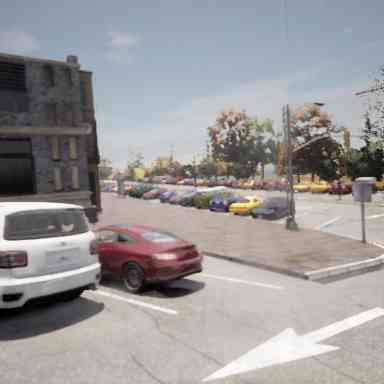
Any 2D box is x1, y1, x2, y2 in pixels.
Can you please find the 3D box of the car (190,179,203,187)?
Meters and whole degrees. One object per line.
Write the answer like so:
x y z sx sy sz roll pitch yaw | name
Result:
2.573 -2.043 73.189 2.097 1.535 5.008 1 5 45 | car

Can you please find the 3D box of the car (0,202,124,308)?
-4.374 1.241 7.228 5.566 2.045 2.435 -1 -1 35 | car

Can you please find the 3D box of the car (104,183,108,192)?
-14.234 -0.694 66.279 2.231 1.521 4.892 1 7 45 | car

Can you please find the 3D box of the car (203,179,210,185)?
5.161 -1.756 67.882 2.163 1.488 4.792 1 5 44 | car

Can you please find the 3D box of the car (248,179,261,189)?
11.777 -1.278 54.615 2.185 1.767 4.553 1 5 43 | car

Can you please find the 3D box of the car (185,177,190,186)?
1.294 -2.299 75.845 4.553 1.767 2.185 -6 5 -45 | car

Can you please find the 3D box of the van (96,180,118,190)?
-20.443 -1.607 80.030 4.442 1.987 1.878 -8 6 -44 | van

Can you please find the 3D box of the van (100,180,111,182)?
-17.959 -1.334 74.548 4.442 1.987 1.878 -8 6 -44 | van

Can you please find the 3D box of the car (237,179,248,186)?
10.564 -1.295 57.407 1.946 1.575 5.366 1 5 43 | car

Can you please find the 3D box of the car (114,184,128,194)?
-10.340 -0.301 58.101 2.097 1.535 5.008 1 6 44 | car

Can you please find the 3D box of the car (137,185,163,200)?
-4.917 0.245 47.314 2.002 1.452 4.674 1 6 42 | car

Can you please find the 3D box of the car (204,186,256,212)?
3.657 0.801 31.347 2.185 1.767 4.553 0 6 40 | car

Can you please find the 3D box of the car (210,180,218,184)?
6.424 -1.623 65.170 2.163 1.488 4.792 2 6 44 | car

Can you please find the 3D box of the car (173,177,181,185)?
-1.295 -2.432 81.125 5.366 1.575 1.946 -6 6 -44 | car

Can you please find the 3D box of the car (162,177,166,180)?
-4.829 -2.822 89.401 4.792 1.488 2.163 -6 5 -44 | car

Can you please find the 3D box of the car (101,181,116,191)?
-15.526 -0.827 69.004 2.097 1.535 5.008 0 6 45 | car

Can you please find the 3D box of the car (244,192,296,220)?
6.505 1.199 26.090 2.163 1.488 4.792 1 6 40 | car

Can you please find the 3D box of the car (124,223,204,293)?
-1.875 1.568 8.942 4.674 1.452 2.002 -1 -1 35 | car

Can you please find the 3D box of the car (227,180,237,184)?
9.111 -1.530 59.915 2.185 1.767 4.553 2 5 43 | car

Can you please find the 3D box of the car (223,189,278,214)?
5.296 1.016 28.897 1.946 1.575 5.366 0 6 40 | car

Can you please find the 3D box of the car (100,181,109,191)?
-16.903 -0.947 71.609 5.366 1.575 1.946 -8 7 -44 | car

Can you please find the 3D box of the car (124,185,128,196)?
-7.674 -0.044 52.689 2.097 1.535 5.008 0 6 43 | car

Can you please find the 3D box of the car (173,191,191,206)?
0.747 0.691 36.653 2.231 1.521 4.892 0 6 41 | car

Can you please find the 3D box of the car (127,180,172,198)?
-6.304 -0.172 50.002 2.435 2.045 5.566 0 6 43 | car

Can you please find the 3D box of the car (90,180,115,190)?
-23.011 -1.891 85.398 5.566 2.045 2.435 -8 7 -44 | car

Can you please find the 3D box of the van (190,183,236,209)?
2.271 0.571 34.085 1.878 1.987 4.442 0 6 41 | van

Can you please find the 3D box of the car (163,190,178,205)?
-0.682 0.610 39.311 2.002 1.452 4.674 1 6 41 | car

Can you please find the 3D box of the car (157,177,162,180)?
-6.206 -2.974 91.953 5.366 1.575 1.946 -6 6 -44 | car

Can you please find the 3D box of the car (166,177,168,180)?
-3.641 -2.682 86.646 4.792 1.488 2.163 -6 6 -44 | car

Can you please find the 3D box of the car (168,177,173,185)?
-2.390 -2.831 83.965 5.566 2.045 2.435 -6 5 -44 | car

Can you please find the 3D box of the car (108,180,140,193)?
-12.946 -0.689 63.545 2.185 1.767 4.553 1 7 44 | car

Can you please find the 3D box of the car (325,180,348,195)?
18.830 -0.684 41.608 2.185 1.767 4.553 1 5 41 | car

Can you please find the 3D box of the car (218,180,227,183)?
7.752 -1.528 62.542 2.097 1.535 5.008 1 5 44 | car

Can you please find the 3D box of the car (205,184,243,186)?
3.696 0.205 41.209 1.882 1.535 5.008 -5 5 -28 | car

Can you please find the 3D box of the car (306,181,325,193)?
17.539 -0.694 44.364 1.946 1.575 5.366 1 5 41 | car

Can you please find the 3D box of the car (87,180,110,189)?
-25.477 -2.165 90.870 5.566 2.045 2.435 -8 7 -44 | car

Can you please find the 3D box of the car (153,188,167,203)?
-2.117 0.490 41.970 2.002 1.452 4.674 0 6 42 | car

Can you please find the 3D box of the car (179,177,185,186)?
0.068 -2.308 78.561 4.892 1.521 2.231 -6 5 -44 | car

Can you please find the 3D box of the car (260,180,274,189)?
13.182 -0.993 52.029 2.002 1.452 4.674 1 5 42 | car

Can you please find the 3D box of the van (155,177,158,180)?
-7.387 -3.337 94.695 4.442 1.987 1.878 -6 6 -44 | van

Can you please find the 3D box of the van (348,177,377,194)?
20.233 -0.663 38.961 1.878 1.987 4.442 1 5 41 | van

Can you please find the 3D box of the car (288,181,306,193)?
15.873 -0.784 46.677 1.946 1.575 5.366 2 5 42 | car

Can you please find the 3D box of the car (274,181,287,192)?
14.580 -0.873 49.421 2.002 1.452 4.674 1 5 42 | car

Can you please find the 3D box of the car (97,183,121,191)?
-19.287 -1.202 77.202 4.792 1.488 2.163 -8 7 -44 | car
